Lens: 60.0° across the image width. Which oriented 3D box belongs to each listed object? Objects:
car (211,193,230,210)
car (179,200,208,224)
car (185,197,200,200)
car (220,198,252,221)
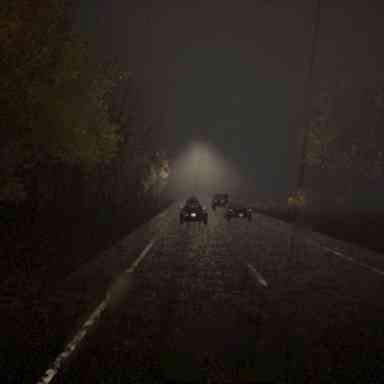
[{"bbox_3d":[3.567,1.139,41.208,2.150,2.045,5.566,0,0,1],"label":"car"},{"bbox_3d":[0.107,1.517,24.391,1.994,1.385,4.181,0,0,0],"label":"car"},{"bbox_3d":[0.115,1.409,46.766,1.837,1.490,4.892,0,0,0],"label":"car"},{"bbox_3d":[3.516,1.474,26.121,1.812,1.442,4.674,0,0,0],"label":"car"}]
